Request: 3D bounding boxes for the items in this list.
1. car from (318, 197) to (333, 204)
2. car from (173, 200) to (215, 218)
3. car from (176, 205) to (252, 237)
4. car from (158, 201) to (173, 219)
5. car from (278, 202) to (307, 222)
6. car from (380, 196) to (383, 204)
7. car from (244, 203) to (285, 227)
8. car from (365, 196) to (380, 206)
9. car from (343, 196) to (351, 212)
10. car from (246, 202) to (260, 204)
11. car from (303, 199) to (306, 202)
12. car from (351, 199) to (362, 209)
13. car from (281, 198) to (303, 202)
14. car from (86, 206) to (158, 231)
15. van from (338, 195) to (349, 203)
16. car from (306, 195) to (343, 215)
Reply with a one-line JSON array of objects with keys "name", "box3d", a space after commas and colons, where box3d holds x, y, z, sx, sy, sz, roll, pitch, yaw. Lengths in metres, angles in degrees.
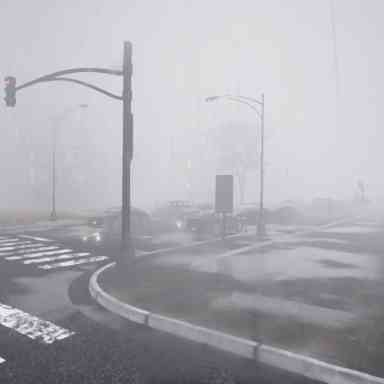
[{"name": "car", "box3d": [28.003, 1.849, 69.672, 1.947, 1.339, 4.313, 1, 0, 36]}, {"name": "car", "box3d": [1.040, 1.635, 28.583, 2.033, 1.411, 5.357, 1, 0, 36]}, {"name": "car", "box3d": [1.413, 1.696, 19.100, 2.008, 1.369, 4.403, 1, 0, 36]}, {"name": "car", "box3d": [-1.675, 1.481, 29.485, 1.967, 1.590, 4.097, 1, 0, 36]}, {"name": "car", "box3d": [7.902, 1.779, 27.936, 1.802, 1.307, 4.206, 1, 0, 36]}, {"name": "car", "box3d": [41.332, 1.783, 73.660, 2.192, 1.841, 5.009, 1, 0, 36]}, {"name": "car", "box3d": [4.658, 1.737, 23.518, 1.947, 1.339, 4.313, 1, 0, 36]}, {"name": "car", "box3d": [34.858, 1.940, 64.850, 1.752, 1.417, 4.829, 1, 0, 36]}, {"name": "car", "box3d": [18.370, 1.720, 42.315, 1.967, 1.590, 4.097, 1, 0, 36]}, {"name": "car", "box3d": [6.702, 1.733, 36.284, 1.895, 1.301, 4.718, 1, 0, 36]}, {"name": "car", "box3d": [18.043, 1.726, 56.114, 1.752, 1.417, 4.829, 1, 0, 36]}, {"name": "car", "box3d": [24.900, 1.773, 51.292, 1.967, 1.590, 4.097, 1, 0, 36]}, {"name": "car", "box3d": [12.867, 1.709, 44.597, 1.812, 1.442, 4.674, 1, 0, 37]}, {"name": "car", "box3d": [-4.508, 1.607, 21.032, 1.994, 1.385, 4.181, 1, 0, 36]}, {"name": "van", "box3d": [37.863, 1.706, 83.094, 1.690, 1.788, 3.998, 1, 0, 36]}, {"name": "car", "box3d": [15.111, 1.569, 37.821, 2.192, 1.841, 5.009, 1, 0, 36]}]
